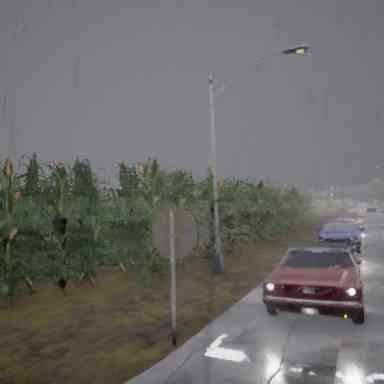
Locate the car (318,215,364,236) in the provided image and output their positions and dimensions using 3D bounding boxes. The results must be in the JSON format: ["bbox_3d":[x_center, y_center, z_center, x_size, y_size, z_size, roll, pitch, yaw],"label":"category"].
[{"bbox_3d":[7.799,2.221,17.420,1.882,1.535,5.008,-4,-4,27],"label":"car"}]

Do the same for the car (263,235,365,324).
[{"bbox_3d":[3.123,1.984,8.169,1.895,1.301,4.718,-4,-4,25],"label":"car"}]

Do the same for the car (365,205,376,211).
[{"bbox_3d":[44.187,3.938,82.433,2.033,1.411,5.357,-4,-3,27],"label":"car"}]

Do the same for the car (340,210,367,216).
[{"bbox_3d":[14.022,2.540,29.624,2.097,1.767,4.553,-4,-4,25],"label":"car"}]

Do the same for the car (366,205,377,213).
[{"bbox_3d":[39.475,3.802,73.185,1.882,1.535,5.008,-4,-3,27],"label":"car"}]
